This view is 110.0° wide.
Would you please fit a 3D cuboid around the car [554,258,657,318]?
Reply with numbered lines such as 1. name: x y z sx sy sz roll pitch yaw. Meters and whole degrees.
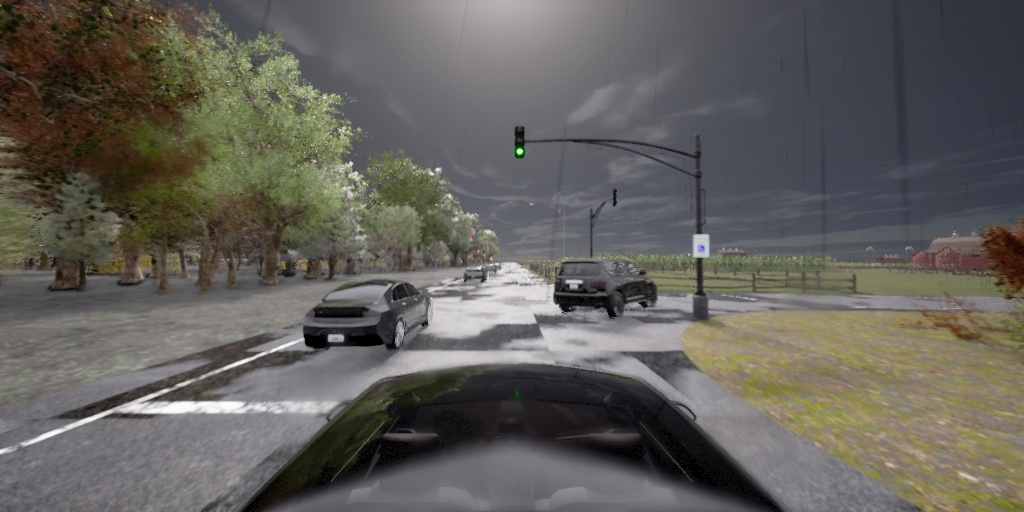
1. car: 3.801 1.133 14.131 2.150 2.045 5.566 -3 -2 40

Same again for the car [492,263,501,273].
1. car: -3.404 1.946 57.841 2.128 1.511 4.902 0 -1 0

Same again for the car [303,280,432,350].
1. car: -3.400 1.354 9.354 1.837 1.490 4.892 0 0 0

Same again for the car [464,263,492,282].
1. car: -3.403 1.650 33.998 2.128 1.511 4.902 0 -1 0
